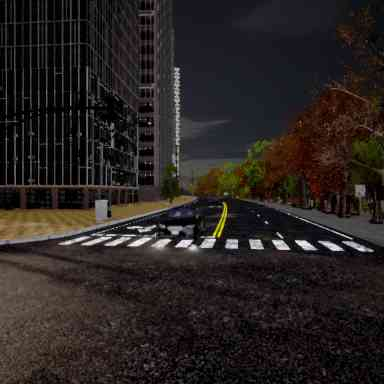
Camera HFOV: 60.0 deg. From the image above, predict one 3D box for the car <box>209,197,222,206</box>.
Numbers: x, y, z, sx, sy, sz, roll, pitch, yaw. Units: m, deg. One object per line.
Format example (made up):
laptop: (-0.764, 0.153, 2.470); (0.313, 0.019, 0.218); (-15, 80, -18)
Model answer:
car: (3.821, 1.541, 54.128); (2.033, 1.411, 5.357); (0, 0, 6)

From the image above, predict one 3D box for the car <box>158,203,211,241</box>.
car: (-0.426, 1.501, 16.913); (2.128, 1.511, 4.902); (0, 0, 8)
